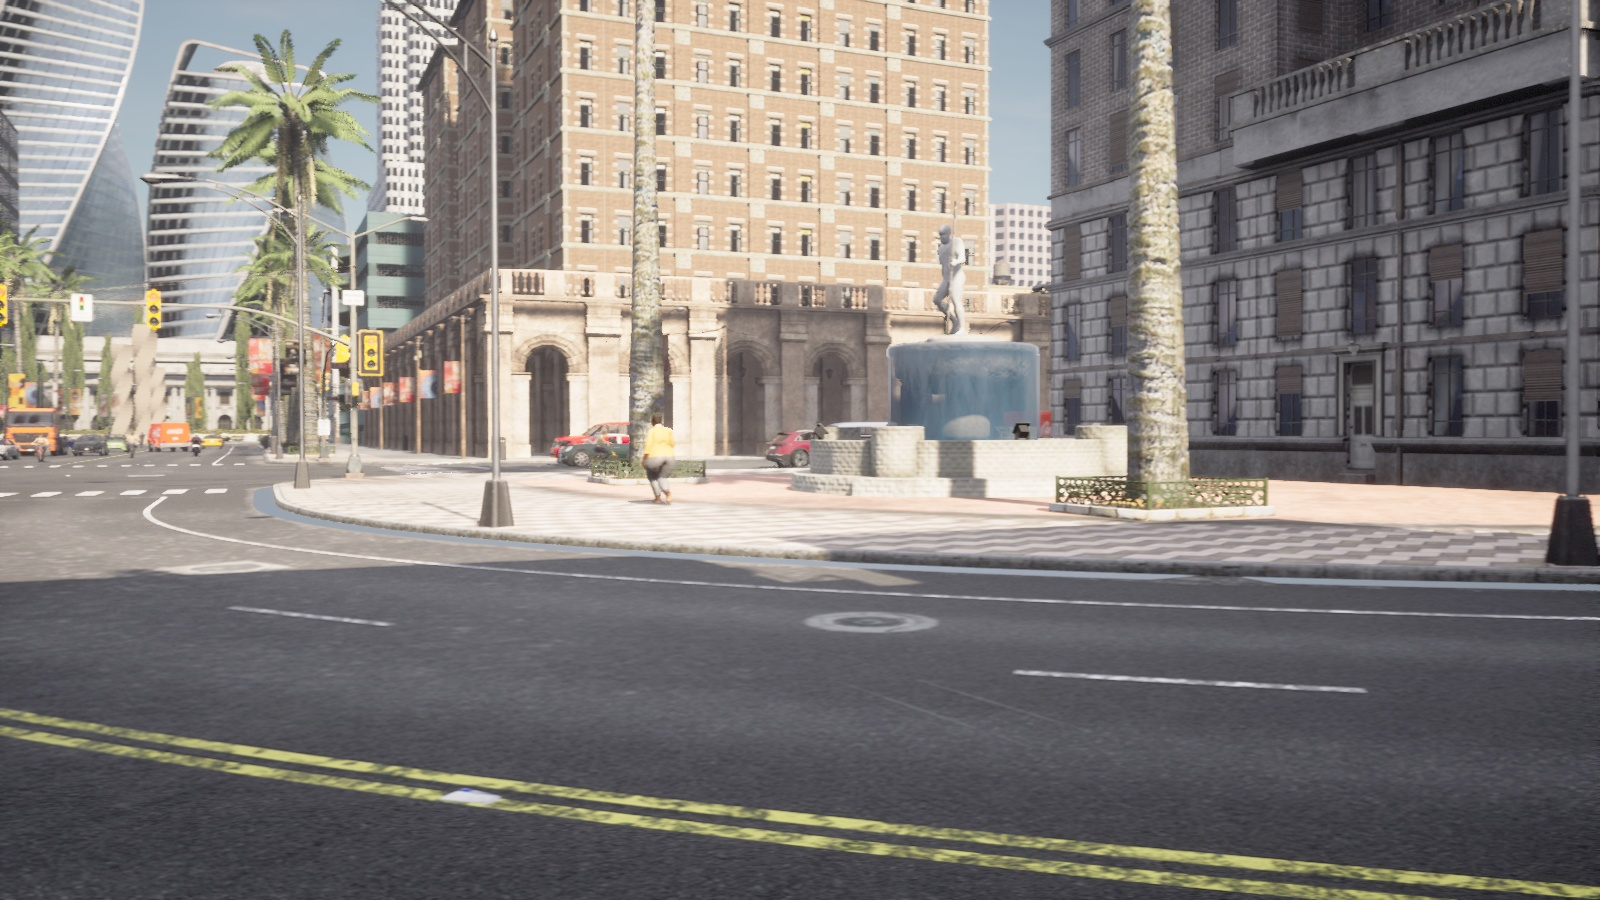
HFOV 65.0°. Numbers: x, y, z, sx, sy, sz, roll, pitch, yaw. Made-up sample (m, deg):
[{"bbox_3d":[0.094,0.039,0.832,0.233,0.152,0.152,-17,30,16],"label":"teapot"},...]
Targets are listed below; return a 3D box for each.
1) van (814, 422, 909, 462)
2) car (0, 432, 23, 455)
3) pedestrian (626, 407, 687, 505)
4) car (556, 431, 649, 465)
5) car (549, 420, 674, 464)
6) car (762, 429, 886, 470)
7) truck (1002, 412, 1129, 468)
[{"bbox_3d":[3.230,-0.423,65.742,4.480,2.038,2.069,0,1,-23],"label":"van"},{"bbox_3d":[-47.760,-0.388,74.755,1.895,1.301,4.718,0,1,-23],"label":"car"},{"bbox_3d":[-2.787,0.106,24.395,0.874,1.855,0.900,0,1,-32],"label":"pedestrian"},{"bbox_3d":[-8.915,-0.094,56.668,3.806,1.475,1.970,0,1,-23],"label":"car"},{"bbox_3d":[-9.077,-0.400,60.415,5.566,2.045,2.150,-1,1,-23],"label":"car"},{"bbox_3d":[1.021,-0.039,53.355,4.856,1.649,2.033,0,1,-23],"label":"car"},{"bbox_3d":[12.305,-0.482,58.221,5.204,2.467,2.627,0,1,-24],"label":"truck"}]
